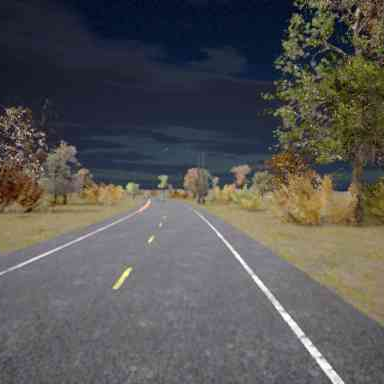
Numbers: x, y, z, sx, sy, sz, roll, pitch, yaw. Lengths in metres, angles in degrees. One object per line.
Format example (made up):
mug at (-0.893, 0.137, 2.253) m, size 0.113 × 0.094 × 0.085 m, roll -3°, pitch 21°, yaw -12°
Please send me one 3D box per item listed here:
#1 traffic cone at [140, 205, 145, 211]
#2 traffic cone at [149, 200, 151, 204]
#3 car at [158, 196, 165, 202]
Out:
traffic cone at (-6.322, 2.094, 41.518) m, size 0.340 × 0.580 × 0.340 m, roll 0°, pitch 0°, yaw -4°
traffic cone at (-7.497, 2.145, 56.399) m, size 0.340 × 0.580 × 0.340 m, roll 0°, pitch 0°, yaw -5°
car at (-7.983, 1.789, 87.154) m, size 2.128 × 1.511 × 4.902 m, roll 0°, pitch 0°, yaw -8°
